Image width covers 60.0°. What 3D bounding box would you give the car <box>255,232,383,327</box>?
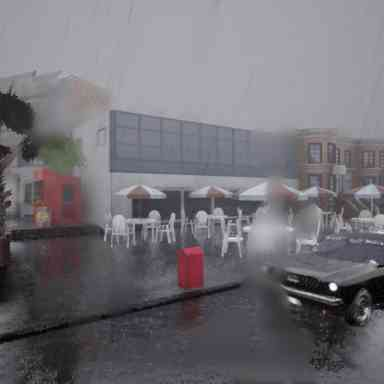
[{"bbox_3d":[3.583,1.601,7.143,4.718,1.301,1.895,0,0,-35],"label":"car"}]
